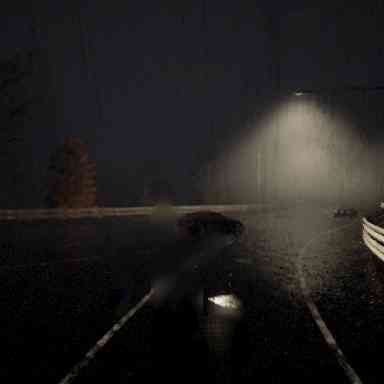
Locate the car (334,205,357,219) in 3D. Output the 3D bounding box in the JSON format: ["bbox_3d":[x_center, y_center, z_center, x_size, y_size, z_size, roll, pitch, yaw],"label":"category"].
[{"bbox_3d":[17.433,2.231,37.716,2.033,1.411,5.357,0,-1,33],"label":"car"}]

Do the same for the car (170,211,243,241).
[{"bbox_3d":[0.890,1.791,18.404,4.674,1.442,1.812,1,-1,-43],"label":"car"}]

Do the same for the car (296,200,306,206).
[{"bbox_3d":[29.505,2.995,90.100,1.882,1.535,5.008,0,-1,6],"label":"car"}]
